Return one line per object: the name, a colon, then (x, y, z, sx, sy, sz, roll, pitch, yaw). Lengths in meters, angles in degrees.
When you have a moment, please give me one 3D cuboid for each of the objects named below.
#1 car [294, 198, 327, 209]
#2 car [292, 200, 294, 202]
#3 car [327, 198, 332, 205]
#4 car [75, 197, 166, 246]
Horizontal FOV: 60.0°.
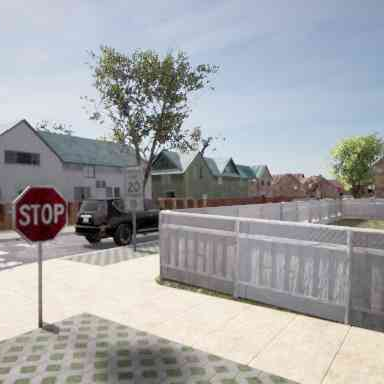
car: (14.603, 1.501, 40.932, 2.097, 1.767, 4.553, -1, -1, 35)
car: (14.862, 1.699, 46.251, 2.128, 1.511, 4.902, -1, -1, 34)
car: (20.327, 1.665, 49.353, 1.882, 1.535, 5.008, -1, -1, 34)
car: (-2.781, 1.246, 15.705, 2.150, 2.045, 5.566, -1, -1, 34)
